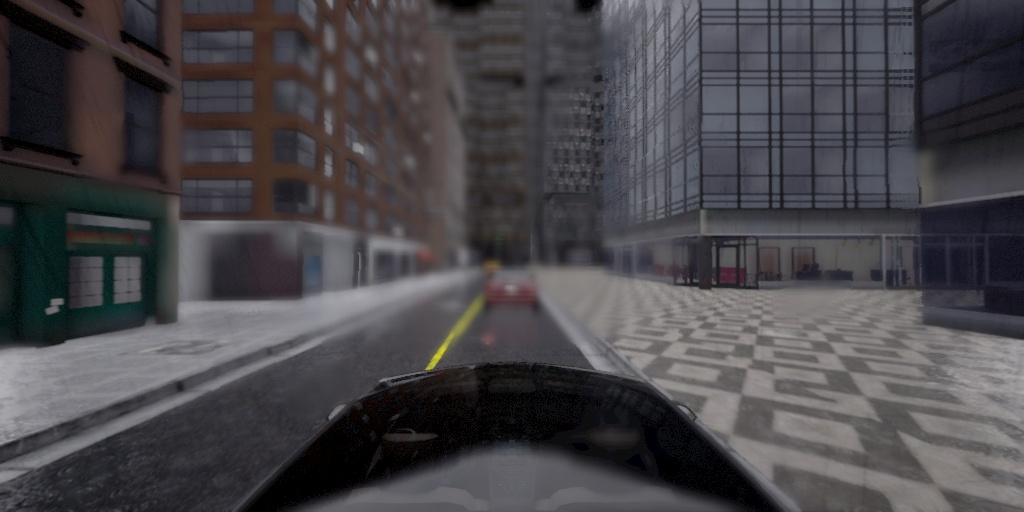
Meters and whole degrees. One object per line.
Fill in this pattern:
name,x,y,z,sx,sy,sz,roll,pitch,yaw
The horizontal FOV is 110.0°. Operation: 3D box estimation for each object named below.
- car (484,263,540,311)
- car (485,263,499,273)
car,0.005,1.240,15.283,2.097,1.767,4.553,0,-1,0
car,-3.069,1.799,55.672,1.882,1.535,5.008,0,-1,0
